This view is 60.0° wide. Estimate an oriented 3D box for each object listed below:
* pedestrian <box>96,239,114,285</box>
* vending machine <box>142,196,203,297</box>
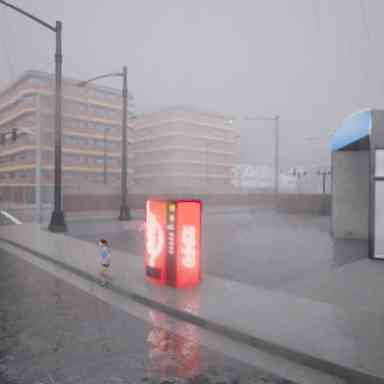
[{"bbox_3d":[-1.933,1.499,7.415,0.500,1.100,0.500,0,0,-43],"label":"pedestrian"},{"bbox_3d":[-0.445,1.152,7.693,1.100,2.100,0.880,0,0,-44],"label":"vending machine"}]
